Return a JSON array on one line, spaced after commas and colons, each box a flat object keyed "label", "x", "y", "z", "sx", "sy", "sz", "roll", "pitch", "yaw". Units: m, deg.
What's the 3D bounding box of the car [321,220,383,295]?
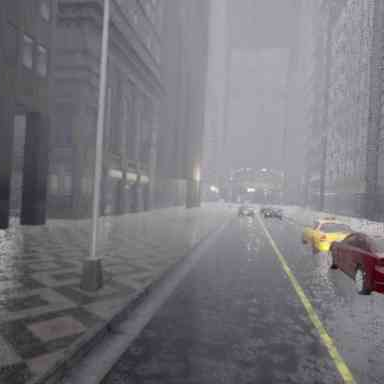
[{"label": "car", "x": 5.379, "y": 1.870, "z": 9.610, "sx": 1.882, "sy": 1.535, "sz": 5.008, "roll": 3, "pitch": -1, "yaw": 10}]

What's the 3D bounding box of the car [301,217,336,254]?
[{"label": "car", "x": 6.405, "y": 1.969, "z": 15.714, "sx": 1.801, "sy": 1.575, "sz": 5.366, "roll": 3, "pitch": -1, "yaw": 10}]

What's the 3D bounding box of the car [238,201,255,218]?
[{"label": "car", "x": 6.657, "y": 2.290, "z": 40.726, "sx": 2.128, "sy": 1.511, "sz": 4.902, "roll": 3, "pitch": -1, "yaw": 10}]

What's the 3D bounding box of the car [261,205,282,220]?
[{"label": "car", "x": 9.420, "y": 2.528, "z": 38.940, "sx": 1.895, "sy": 1.301, "sz": 4.718, "roll": 3, "pitch": -1, "yaw": 10}]
